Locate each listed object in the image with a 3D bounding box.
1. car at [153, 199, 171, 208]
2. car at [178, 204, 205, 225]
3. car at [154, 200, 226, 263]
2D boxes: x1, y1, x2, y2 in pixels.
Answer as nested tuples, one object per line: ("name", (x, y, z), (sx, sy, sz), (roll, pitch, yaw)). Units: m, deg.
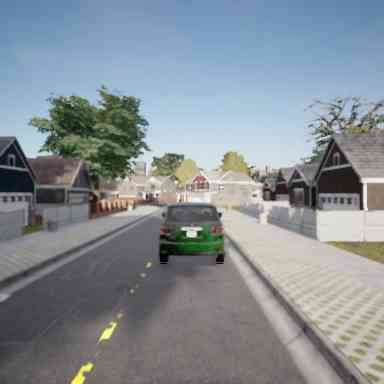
("car", (-5.721, 2.150, 63.099), (2.033, 1.411, 5.357), (0, -1, -21))
("car", (-0.008, 1.811, 27.514), (2.033, 1.411, 5.357), (0, -1, 0))
("car", (0.004, 1.346, 12.561), (2.150, 2.045, 5.566), (0, 0, 0))
